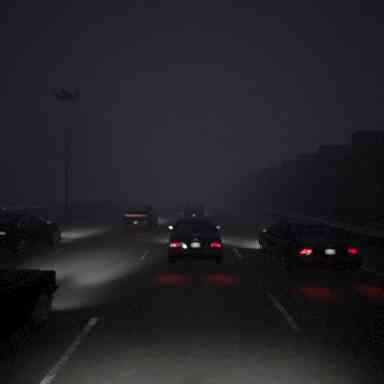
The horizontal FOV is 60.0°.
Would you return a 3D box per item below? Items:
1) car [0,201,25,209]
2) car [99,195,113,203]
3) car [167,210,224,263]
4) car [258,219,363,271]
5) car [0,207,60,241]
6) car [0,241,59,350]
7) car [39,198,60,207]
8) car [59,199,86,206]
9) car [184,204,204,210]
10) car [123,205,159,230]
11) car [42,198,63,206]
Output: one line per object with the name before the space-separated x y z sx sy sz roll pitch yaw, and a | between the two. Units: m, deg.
car | -20.830 1.789 37.900 1.812 1.442 4.674 0 -1 2
car | -20.479 1.765 79.456 2.150 2.045 5.566 0 0 -2
car | 0.102 1.634 12.351 2.033 1.411 5.357 0 0 0
car | 3.601 1.626 11.173 2.033 1.411 5.357 0 0 0
car | -6.899 1.584 13.197 2.128 1.511 4.902 0 0 0
car | -3.398 1.630 4.073 1.895 1.301 4.718 0 0 0
car | -23.857 1.890 55.838 1.837 1.490 4.892 0 0 2
car | -17.063 1.831 48.841 2.128 1.511 4.902 0 0 2
car | 0.242 1.826 32.295 1.895 1.301 4.718 0 0 1
car | -3.384 1.648 22.428 2.128 1.511 4.902 0 0 0
car | -27.297 1.980 65.407 2.128 1.511 4.902 0 0 0
